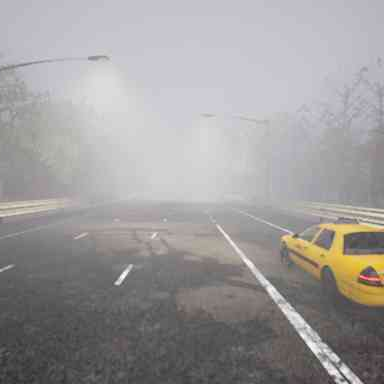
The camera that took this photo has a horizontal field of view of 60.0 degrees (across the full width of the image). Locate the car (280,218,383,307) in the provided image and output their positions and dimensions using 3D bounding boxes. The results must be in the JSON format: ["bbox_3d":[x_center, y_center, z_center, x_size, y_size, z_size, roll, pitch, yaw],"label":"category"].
[{"bbox_3d":[3.582,1.392,7.992,1.801,1.575,5.366,0,1,-1],"label":"car"}]
